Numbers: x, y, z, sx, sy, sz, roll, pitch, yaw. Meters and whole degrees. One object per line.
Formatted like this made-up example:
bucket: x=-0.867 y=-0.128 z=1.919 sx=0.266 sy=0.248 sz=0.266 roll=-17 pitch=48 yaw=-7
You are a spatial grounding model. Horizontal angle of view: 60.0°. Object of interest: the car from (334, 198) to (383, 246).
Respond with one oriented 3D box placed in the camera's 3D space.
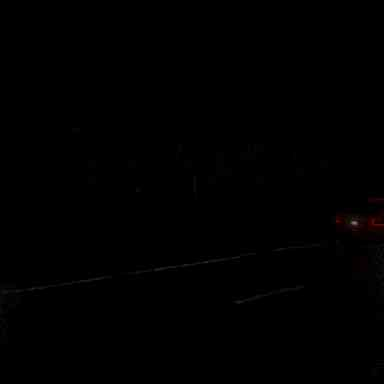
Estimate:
car: x=8.293 y=1.257 z=14.084 sx=5.566 sy=2.045 sz=2.150 roll=0 pitch=0 yaw=-35
